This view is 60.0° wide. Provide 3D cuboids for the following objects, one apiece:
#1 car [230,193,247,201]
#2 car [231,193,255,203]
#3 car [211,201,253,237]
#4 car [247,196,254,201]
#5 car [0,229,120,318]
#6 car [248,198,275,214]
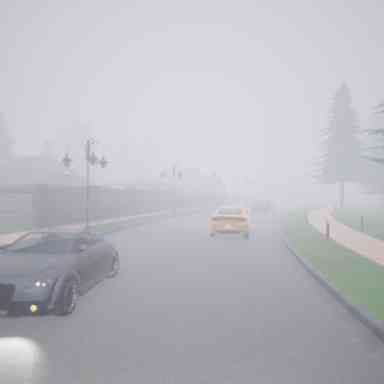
[{"bbox_3d":[9.560,1.201,66.045,3.866,1.878,1.905,0,0,30],"label":"car"},{"bbox_3d":[10.469,1.202,68.421,4.605,1.855,1.932,0,0,30],"label":"car"},{"bbox_3d":[2.190,1.478,18.085,1.882,1.535,5.008,0,0,11],"label":"car"},{"bbox_3d":[10.111,1.596,49.101,1.994,1.385,4.181,0,0,29],"label":"car"},{"bbox_3d":[-3.077,1.549,7.381,1.994,1.385,4.181,0,0,5],"label":"car"},{"bbox_3d":[7.836,1.626,36.247,1.895,1.301,4.718,0,0,23],"label":"car"}]
